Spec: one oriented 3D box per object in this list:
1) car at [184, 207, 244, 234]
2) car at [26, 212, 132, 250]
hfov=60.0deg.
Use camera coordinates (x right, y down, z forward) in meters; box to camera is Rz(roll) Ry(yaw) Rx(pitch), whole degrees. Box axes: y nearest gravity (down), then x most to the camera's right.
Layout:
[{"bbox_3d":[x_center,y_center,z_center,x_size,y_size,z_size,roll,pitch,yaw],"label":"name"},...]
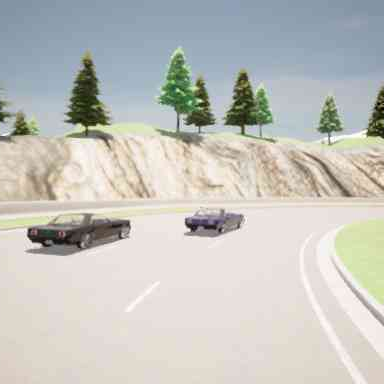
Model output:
[{"bbox_3d":[1.426,1.519,18.734,1.895,1.301,4.718,1,0,26],"label":"car"},{"bbox_3d":[-4.348,1.485,13.819,1.895,1.301,4.718,1,0,18],"label":"car"}]
